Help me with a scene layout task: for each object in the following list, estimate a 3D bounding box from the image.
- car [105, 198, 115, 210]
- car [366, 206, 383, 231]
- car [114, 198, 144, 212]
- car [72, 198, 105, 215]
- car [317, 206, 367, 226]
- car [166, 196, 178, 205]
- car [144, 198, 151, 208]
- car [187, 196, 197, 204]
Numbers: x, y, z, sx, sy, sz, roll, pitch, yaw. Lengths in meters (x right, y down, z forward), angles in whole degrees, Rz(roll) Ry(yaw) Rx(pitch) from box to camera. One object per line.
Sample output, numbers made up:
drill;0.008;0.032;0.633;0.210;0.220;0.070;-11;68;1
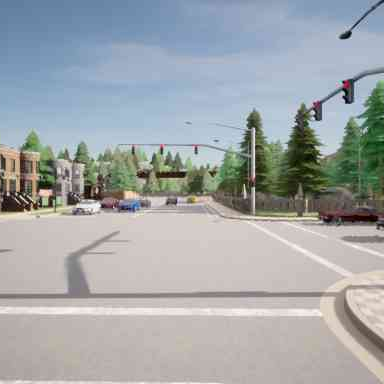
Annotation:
car;-10.662;1.477;43.021;1.882;1.535;5.008;0;0;0
car;11.306;1.491;15.604;4.902;1.511;2.128;0;0;0
car;-7.161;1.477;38.307;1.882;1.535;5.008;0;0;0
car;-10.655;1.526;33.968;1.812;1.442;4.674;0;0;0
car;11.149;1.601;22.840;4.718;1.301;1.895;0;0;2
car;-3.502;1.491;58.548;2.128;1.511;4.902;0;0;0
car;-7.150;1.564;48.295;1.994;1.385;4.181;0;0;0
car;-0.012;1.477;64.859;1.882;1.535;5.008;0;0;0
